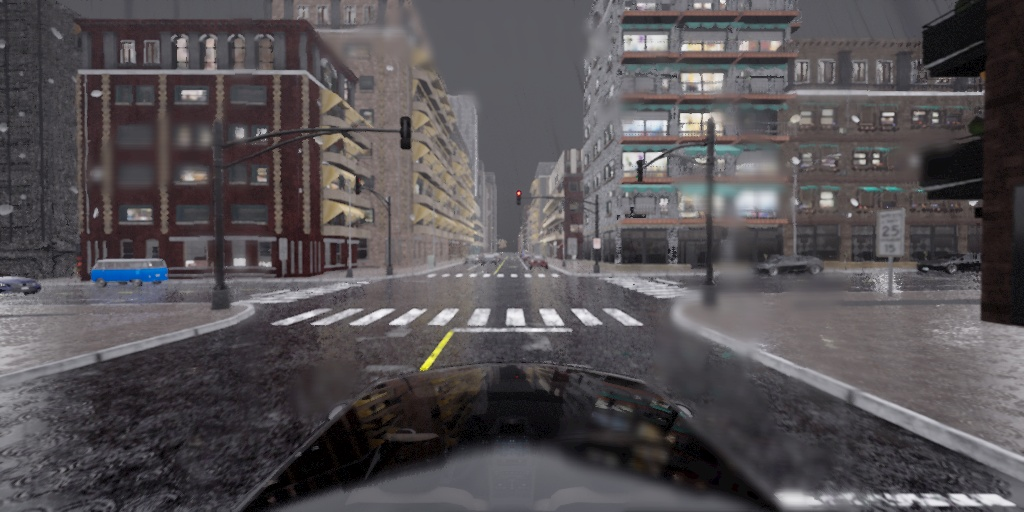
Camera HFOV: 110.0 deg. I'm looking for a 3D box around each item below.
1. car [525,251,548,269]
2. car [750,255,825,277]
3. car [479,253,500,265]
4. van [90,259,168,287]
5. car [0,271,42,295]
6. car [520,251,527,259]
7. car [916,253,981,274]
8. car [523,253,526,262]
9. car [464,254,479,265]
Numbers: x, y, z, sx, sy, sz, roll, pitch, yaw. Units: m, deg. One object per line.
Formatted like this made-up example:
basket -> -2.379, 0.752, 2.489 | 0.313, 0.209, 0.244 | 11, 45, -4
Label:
car -> 2.759, 0.532, 38.375 | 1.967, 1.591, 4.097 | 0, 0, 0
car -> 18.311, 0.618, 23.903 | 4.313, 1.339, 1.948 | 0, 0, 0
car -> -2.995, 0.446, 47.863 | 1.812, 1.442, 4.674 | 0, 1, 0
van -> -25.327, 1.089, 23.792 | 3.998, 1.789, 1.690 | 0, 0, 0
car -> -26.727, 1.383, 17.953 | 4.674, 1.442, 1.812 | -1, 1, 0
car -> 2.801, 0.281, 60.508 | 1.802, 1.307, 4.207 | 0, 0, 0
car -> 29.636, 0.442, 23.806 | 4.313, 1.339, 1.948 | 0, 0, 0
car -> 2.769, 0.544, 43.908 | 2.007, 1.370, 4.403 | 0, 0, 0
car -> -5.602, 0.442, 49.458 | 2.007, 1.370, 4.403 | 0, 0, 0
